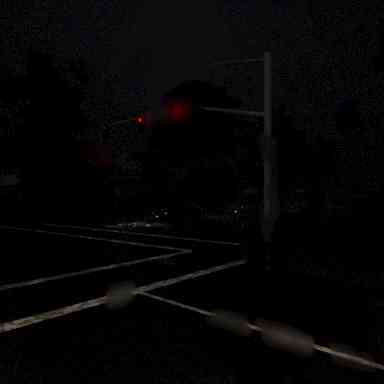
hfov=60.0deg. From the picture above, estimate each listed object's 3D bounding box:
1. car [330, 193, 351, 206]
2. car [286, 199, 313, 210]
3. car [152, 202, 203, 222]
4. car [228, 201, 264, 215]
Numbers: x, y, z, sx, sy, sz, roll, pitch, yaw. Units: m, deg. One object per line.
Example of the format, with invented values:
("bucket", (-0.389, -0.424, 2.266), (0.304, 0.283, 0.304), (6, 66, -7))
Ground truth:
("car", (25.138, 1.204, 56.163), (2.150, 2.045, 5.566), (0, 0, 41))
("car", (14.184, 1.601, 43.715), (1.895, 1.301, 4.718), (0, 0, 41))
("car", (-1.052, 1.526, 26.206), (1.812, 1.442, 4.674), (0, 0, 41))
("car", (5.695, 1.601, 33.963), (1.895, 1.301, 4.718), (0, 0, 41))
